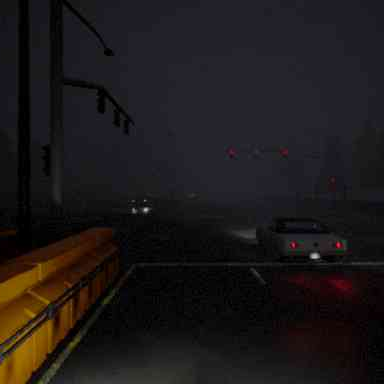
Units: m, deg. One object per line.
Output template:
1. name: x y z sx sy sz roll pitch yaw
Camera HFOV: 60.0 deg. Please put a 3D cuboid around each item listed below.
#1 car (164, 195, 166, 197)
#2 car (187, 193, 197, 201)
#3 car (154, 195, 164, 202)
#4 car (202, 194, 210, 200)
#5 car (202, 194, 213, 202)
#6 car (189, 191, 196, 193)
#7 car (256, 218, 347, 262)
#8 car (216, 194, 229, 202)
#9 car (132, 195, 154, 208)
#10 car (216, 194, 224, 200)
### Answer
1. car: -6.976 1.321 77.642 1.812 1.442 4.674 0 0 0
2. car: 0.023 1.409 73.691 1.895 1.301 4.718 0 0 0
3. car: -7.012 1.397 62.023 2.033 1.411 5.357 0 0 1
4. car: 3.526 1.183 83.663 1.994 1.385 4.181 0 0 0
5. car: 3.523 1.292 73.243 1.882 1.535 5.008 0 0 0
6. car: 0.026 0.855 83.693 2.150 2.045 5.566 0 0 0
7. car: 3.599 1.572 11.932 1.895 1.301 4.718 0 0 0
8. car: 7.023 1.292 73.242 1.882 1.535 5.008 0 0 0
9. car: -7.066 1.239 46.549 2.097 1.767 4.553 0 0 0
10. car: 7.026 1.154 83.662 1.812 1.442 4.674 0 0 0
